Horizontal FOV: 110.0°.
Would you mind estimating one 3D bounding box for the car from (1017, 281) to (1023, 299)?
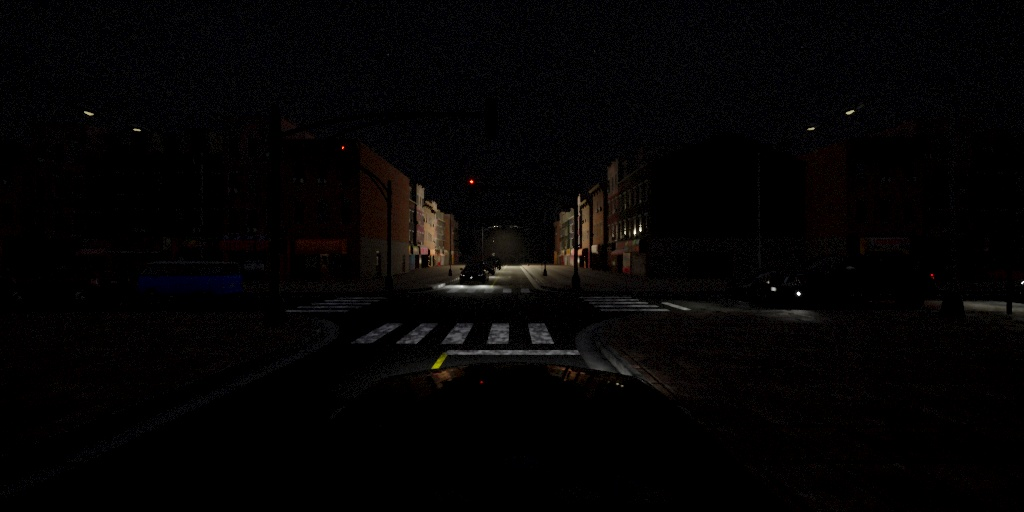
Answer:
[{"bbox_3d":[23.113,1.048,14.028,4.553,1.767,2.097,0,0,0],"label":"car"}]

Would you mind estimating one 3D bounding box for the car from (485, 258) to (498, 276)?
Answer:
[{"bbox_3d":[-2.773,1.250,38.002,1.882,1.535,5.008,0,0,0],"label":"car"}]

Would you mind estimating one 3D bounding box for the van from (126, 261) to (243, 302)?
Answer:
[{"bbox_3d":[-14.714,1.124,16.464,3.998,1.789,1.690,0,0,0],"label":"van"}]

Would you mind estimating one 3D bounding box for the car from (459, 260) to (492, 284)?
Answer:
[{"bbox_3d":[-2.819,1.270,27.464,1.837,1.490,4.892,0,0,1],"label":"car"}]

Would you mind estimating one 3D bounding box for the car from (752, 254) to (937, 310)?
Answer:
[{"bbox_3d":[12.975,0.935,14.003,5.566,2.045,2.150,0,0,0],"label":"car"}]

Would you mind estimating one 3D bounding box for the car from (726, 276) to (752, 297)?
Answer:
[{"bbox_3d":[12.289,1.267,16.538,4.403,1.370,2.007,0,0,0],"label":"car"}]

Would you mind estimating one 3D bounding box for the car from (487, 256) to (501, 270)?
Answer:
[{"bbox_3d":[-2.728,1.010,52.553,2.150,2.045,5.566,0,0,0],"label":"car"}]

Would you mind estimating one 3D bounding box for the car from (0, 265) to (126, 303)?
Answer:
[{"bbox_3d":[-20.189,1.239,16.449,4.097,1.591,1.967,0,0,0],"label":"car"}]
